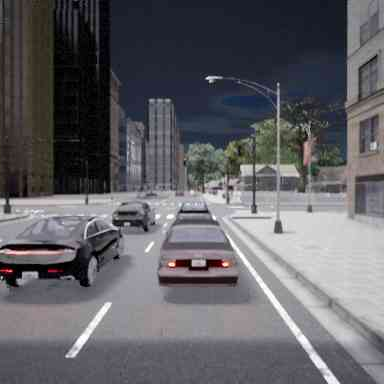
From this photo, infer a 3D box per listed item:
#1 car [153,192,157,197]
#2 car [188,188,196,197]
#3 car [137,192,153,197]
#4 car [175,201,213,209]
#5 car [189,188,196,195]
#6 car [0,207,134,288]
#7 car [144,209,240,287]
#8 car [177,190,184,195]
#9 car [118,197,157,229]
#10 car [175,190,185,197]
[{"bbox_3d":[-9.650,0.573,81.116,1.895,1.301,4.718,0,1,0],"label":"car"},{"bbox_3d":[0.104,0.457,84.258,1.812,1.442,4.674,0,1,0],"label":"car"},{"bbox_3d":[-9.686,0.665,65.685,2.128,1.511,4.902,0,1,1],"label":"car"},{"bbox_3d":[0.121,1.262,18.149,2.128,1.511,4.902,0,1,0],"label":"car"},{"bbox_3d":[0.116,-0.121,94.286,2.150,2.045,5.566,0,1,0],"label":"car"},{"bbox_3d":[-3.141,1.378,8.911,2.128,1.511,4.902,0,1,0],"label":"car"},{"bbox_3d":[0.103,1.429,9.097,2.033,1.411,5.357,0,1,-1],"label":"car"},{"bbox_3d":[-3.134,0.132,94.263,1.882,1.535,5.008,0,1,0],"label":"car"},{"bbox_3d":[-3.127,1.272,18.429,1.837,1.490,4.892,0,1,0],"label":"car"},{"bbox_3d":[-3.146,0.288,84.230,2.097,1.767,4.553,0,1,0],"label":"car"}]
